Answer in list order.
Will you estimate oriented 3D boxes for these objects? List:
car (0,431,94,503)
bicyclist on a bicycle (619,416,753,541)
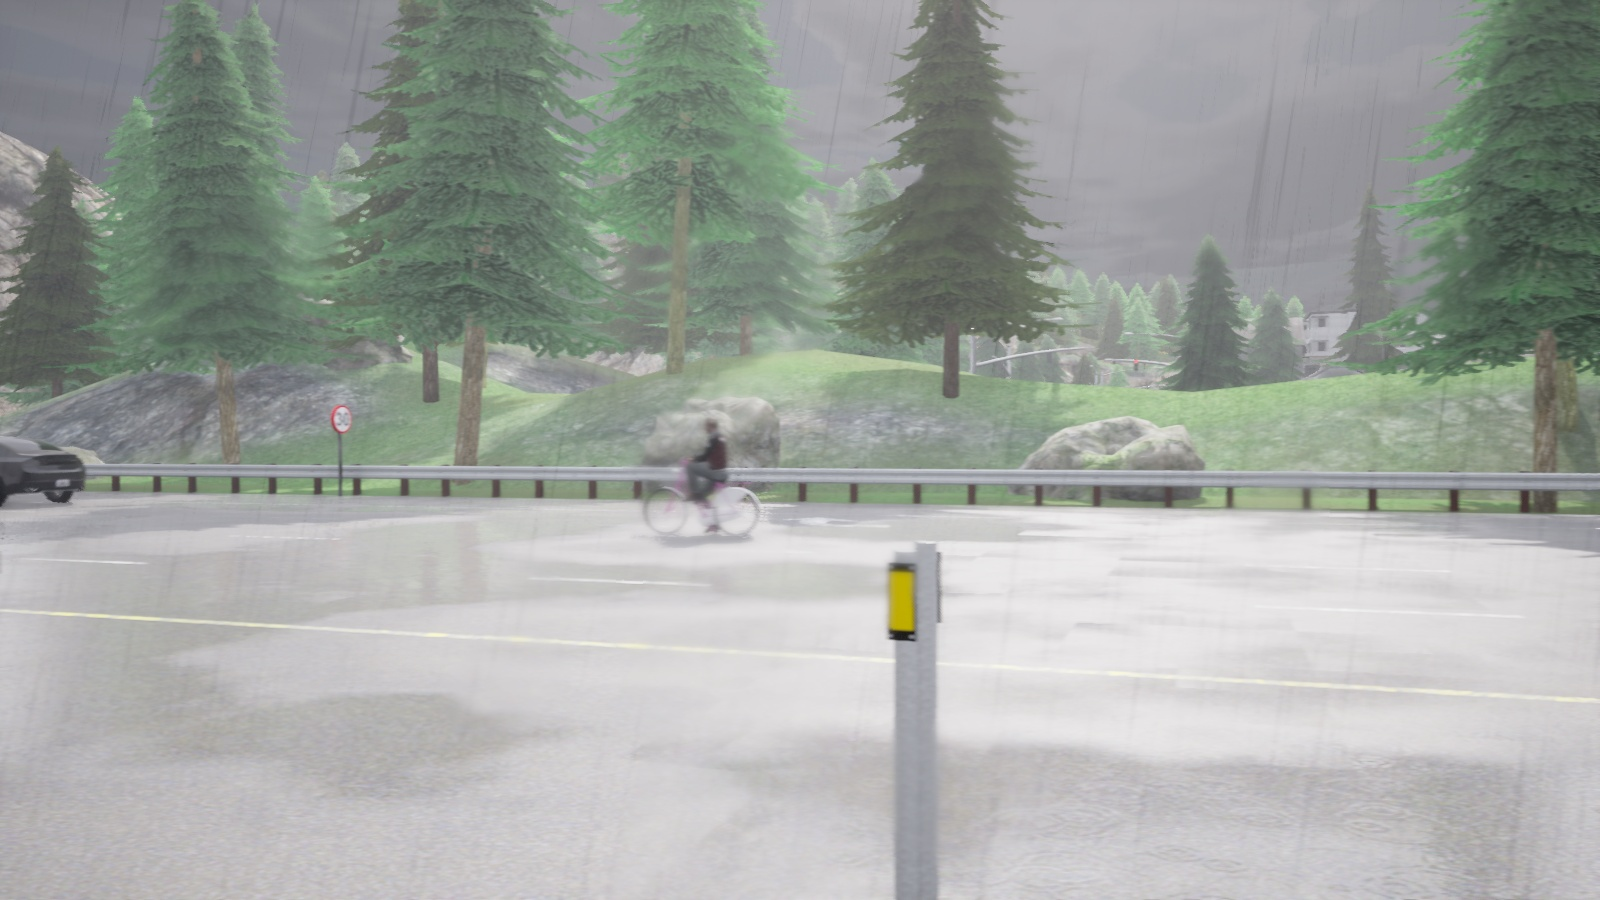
[{"bbox_3d":[-18.294,0.317,27.813,4.892,1.490,1.837,1,1,19],"label":"car"},{"bbox_3d":[-1.678,0.394,18.537,1.843,1.776,0.659,1,1,18],"label":"bicyclist on a bicycle"}]
